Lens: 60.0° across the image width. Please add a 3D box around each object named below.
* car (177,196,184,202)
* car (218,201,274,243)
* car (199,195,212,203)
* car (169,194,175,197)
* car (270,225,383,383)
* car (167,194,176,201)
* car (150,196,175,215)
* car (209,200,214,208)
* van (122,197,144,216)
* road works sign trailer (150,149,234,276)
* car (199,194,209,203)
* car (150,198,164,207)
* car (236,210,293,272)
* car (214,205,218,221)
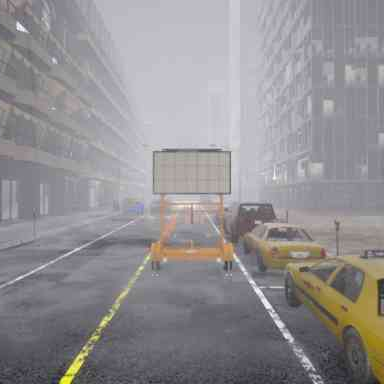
[{"bbox_3d":[-3.005,1.677,86.900,1.882,1.535,5.008,0,0,0],"label":"car"},{"bbox_3d":[2.705,1.326,15.973,2.192,1.841,5.009,1,0,0],"label":"car"},{"bbox_3d":[2.697,1.668,60.155,1.947,1.339,4.313,1,0,0],"label":"car"},{"bbox_3d":[-5.685,1.725,82.247,1.887,1.381,4.507,1,0,0],"label":"car"},{"bbox_3d":[2.702,1.528,5.098,1.752,1.417,4.829,1,0,0],"label":"car"},{"bbox_3d":[-5.683,1.545,93.294,2.192,1.841,5.009,1,0,0],"label":"car"},{"bbox_3d":[-3.103,1.513,33.899,1.882,1.535,5.008,0,0,0],"label":"car"},{"bbox_3d":[2.700,1.569,27.019,1.887,1.381,4.507,1,0,0],"label":"car"},{"bbox_3d":[-5.677,1.374,32.542,1.690,1.788,3.998,1,0,0],"label":"van"},{"bbox_3d":[0.000,0.471,10.325,2.380,3.560,2.880,0,0,0],"label":"road works sign trailer"},{"bbox_3d":[2.698,1.473,76.726,2.192,1.841,5.009,1,0,0],"label":"car"},{"bbox_3d":[-5.683,1.666,54.633,1.802,1.307,4.206,1,0,0],"label":"car"},{"bbox_3d":[2.702,1.532,10.621,1.752,1.417,4.829,1,0,0],"label":"car"},{"bbox_3d":[2.701,1.583,21.495,1.947,1.339,4.313,1,0,0],"label":"car"}]
